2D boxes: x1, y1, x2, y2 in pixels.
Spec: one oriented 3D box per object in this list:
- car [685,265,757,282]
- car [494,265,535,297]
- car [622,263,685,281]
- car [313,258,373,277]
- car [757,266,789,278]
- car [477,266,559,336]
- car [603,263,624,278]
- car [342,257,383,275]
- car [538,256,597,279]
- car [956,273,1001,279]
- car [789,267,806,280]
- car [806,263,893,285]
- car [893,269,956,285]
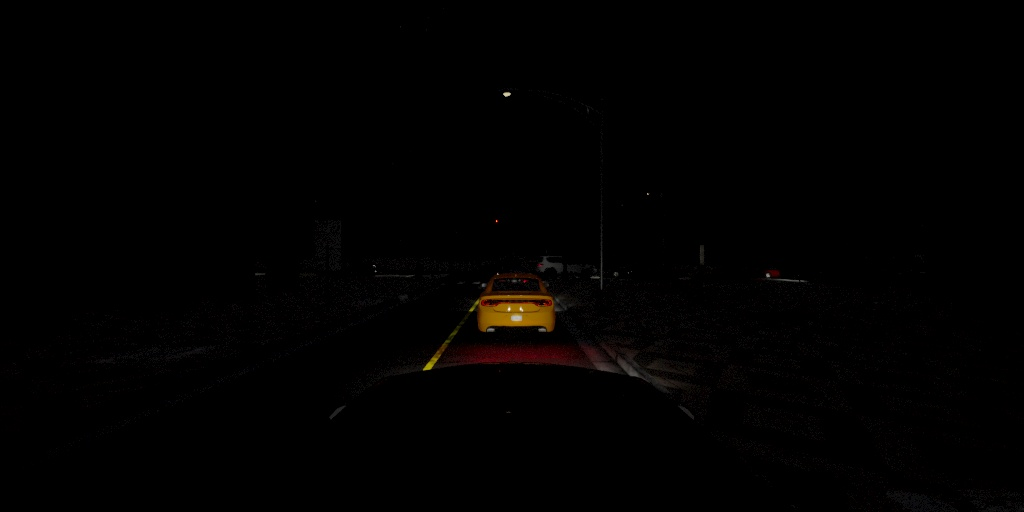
[{"bbox_3d":[17.953,1.568,30.981,4.829,1.417,1.751,0,0,0],"label":"car"},{"bbox_3d":[0.110,1.296,20.257,2.033,1.411,5.357,0,0,0],"label":"car"},{"bbox_3d":[12.141,1.522,30.985,4.313,1.339,1.948,0,0,0],"label":"car"},{"bbox_3d":[-14.767,1.115,30.905,4.403,1.370,2.007,0,0,0],"label":"car"},{"bbox_3d":[29.083,1.763,39.499,4.507,1.381,1.888,0,0,0],"label":"car"},{"bbox_3d":[0.103,1.227,10.430,1.882,1.535,5.008,0,0,0],"label":"car"},{"bbox_3d":[11.899,1.454,36.843,4.892,1.490,1.837,1,0,0],"label":"car"},{"bbox_3d":[-14.550,0.919,33.662,4.553,1.767,2.097,1,0,0],"label":"car"},{"bbox_3d":[5.099,1.050,33.648,5.566,2.045,2.150,2,0,0],"label":"car"},{"bbox_3d":[40.364,1.993,30.967,4.207,1.307,1.802,0,0,0],"label":"car"},{"bbox_3d":[31.882,1.770,36.821,4.892,1.490,1.837,1,0,0],"label":"car"},{"bbox_3d":[29.070,1.538,30.974,5.009,1.841,2.192,0,0,0],"label":"car"},{"bbox_3d":[34.714,1.861,30.970,4.507,1.381,1.888,0,0,0],"label":"car"}]
